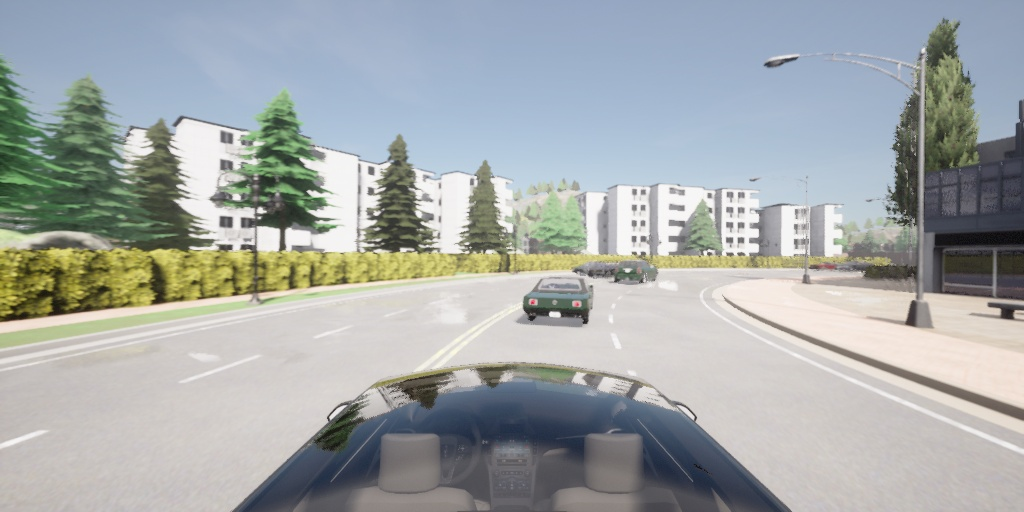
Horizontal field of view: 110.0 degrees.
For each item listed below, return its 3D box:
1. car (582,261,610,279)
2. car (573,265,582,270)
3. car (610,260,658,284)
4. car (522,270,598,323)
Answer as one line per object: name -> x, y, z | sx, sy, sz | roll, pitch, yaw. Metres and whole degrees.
car -> 8.452, 1.299, 31.581 | 1.895, 1.301, 4.718 | 1, 0, 43
car -> 8.332, 1.225, 36.470 | 5.357, 1.411, 2.033 | 0, 0, -44
car -> 9.392, 1.077, 26.868 | 2.097, 1.767, 4.553 | 1, 0, 37
car -> 1.759, 1.324, 12.051 | 1.895, 1.301, 4.718 | 0, 0, 15
